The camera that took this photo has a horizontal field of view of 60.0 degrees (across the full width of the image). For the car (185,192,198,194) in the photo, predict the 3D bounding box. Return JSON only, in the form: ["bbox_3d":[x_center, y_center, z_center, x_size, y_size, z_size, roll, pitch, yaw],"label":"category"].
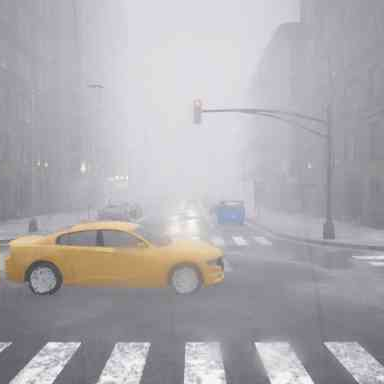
[{"bbox_3d":[0.076,1.331,67.096,2.097,1.767,4.553,0,0,-2],"label":"car"}]

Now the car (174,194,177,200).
[{"bbox_3d":[-5.410,1.409,79.995,1.967,1.590,4.097,0,0,0],"label":"car"}]

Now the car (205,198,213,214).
[{"bbox_3d":[2.628,1.580,34.549,1.802,1.307,4.206,0,0,0],"label":"car"}]

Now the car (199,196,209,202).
[{"bbox_3d":[2.617,1.524,74.319,2.008,1.369,4.403,0,0,0],"label":"car"}]

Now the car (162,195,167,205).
[{"bbox_3d":[-5.402,1.556,51.586,1.947,1.339,4.313,0,0,0],"label":"car"}]

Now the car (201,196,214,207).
[{"bbox_3d":[2.625,1.576,45.912,1.802,1.307,4.206,0,0,0],"label":"car"}]

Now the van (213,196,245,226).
[{"bbox_3d":[2.630,1.340,23.187,1.690,1.788,3.998,0,0,0],"label":"van"}]

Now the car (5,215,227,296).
[{"bbox_3d":[-1.755,1.475,8.052,5.008,1.535,1.882,0,0,0],"label":"car"}]

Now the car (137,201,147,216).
[{"bbox_3d":[-5.396,1.543,28.858,1.887,1.381,4.507,0,0,0],"label":"car"}]

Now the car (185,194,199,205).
[{"bbox_3d":[0.088,1.512,57.266,1.812,1.442,4.674,0,0,0],"label":"car"}]

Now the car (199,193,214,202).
[{"bbox_3d":[2.623,1.305,51.594,2.192,1.841,5.009,0,0,0],"label":"car"}]

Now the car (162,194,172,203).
[{"bbox_3d":[-5.405,1.548,62.949,1.947,1.339,4.313,0,0,0],"label":"car"}]

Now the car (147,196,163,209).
[{"bbox_3d":[-5.401,1.520,45.734,1.752,1.417,4.829,0,0,0],"label":"car"}]

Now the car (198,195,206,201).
[{"bbox_3d":[2.614,1.531,85.681,1.947,1.339,4.313,0,0,0],"label":"car"}]

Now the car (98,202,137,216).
[{"bbox_3d":[-5.395,1.549,23.176,2.008,1.369,4.403,0,0,0],"label":"car"}]

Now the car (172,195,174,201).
[{"bbox_3d":[-5.407,1.293,68.631,2.192,1.841,5.009,0,0,0],"label":"car"}]
